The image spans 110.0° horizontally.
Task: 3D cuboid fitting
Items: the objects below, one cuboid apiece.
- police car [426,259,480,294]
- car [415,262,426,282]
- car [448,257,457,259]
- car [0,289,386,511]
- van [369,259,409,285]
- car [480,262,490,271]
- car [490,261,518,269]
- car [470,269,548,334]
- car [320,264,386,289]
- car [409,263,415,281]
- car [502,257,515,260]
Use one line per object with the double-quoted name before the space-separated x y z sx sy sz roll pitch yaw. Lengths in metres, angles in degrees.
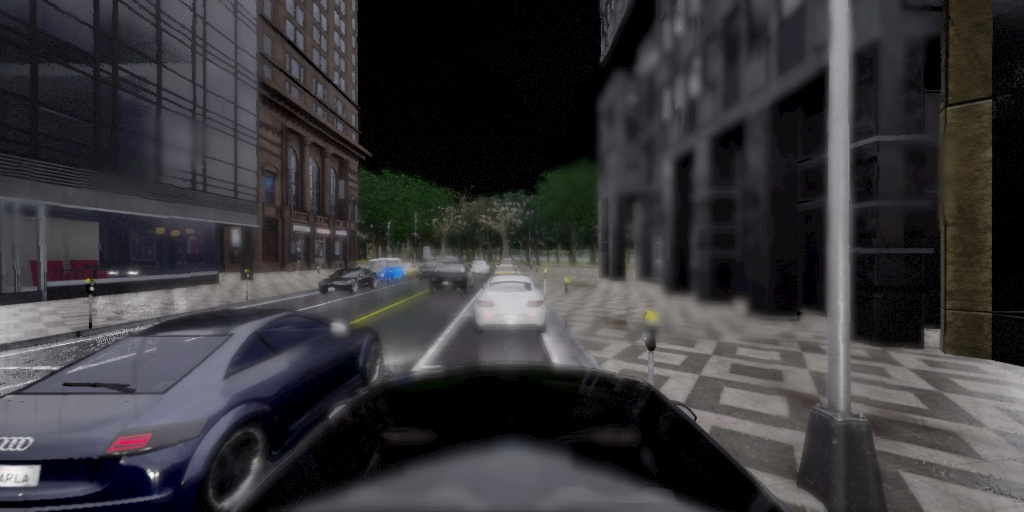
"police car" -3.147 1.176 20.177 1.930 1.638 5.238 0 0 0
"car" -6.243 1.258 29.584 1.837 1.490 4.892 0 0 0
"car" -8.908 1.201 47.173 1.967 1.591 4.097 0 0 0
"car" -3.054 1.313 4.198 1.994 1.385 4.181 0 0 0
"van" -8.908 1.093 25.423 1.690 1.789 3.998 0 0 0
"car" -3.048 1.283 35.217 1.812 1.442 4.674 0 -1 0
"car" -0.383 1.278 25.593 1.751 1.417 4.829 0 0 0
"car" 0.003 1.276 10.500 1.812 1.442 4.674 0 0 0
"car" -8.908 1.317 19.986 1.948 1.339 4.313 0 0 0
"car" -8.908 1.280 30.691 1.751 1.417 4.829 0 0 0
"car" -0.383 1.196 36.298 1.967 1.591 4.097 0 0 0
